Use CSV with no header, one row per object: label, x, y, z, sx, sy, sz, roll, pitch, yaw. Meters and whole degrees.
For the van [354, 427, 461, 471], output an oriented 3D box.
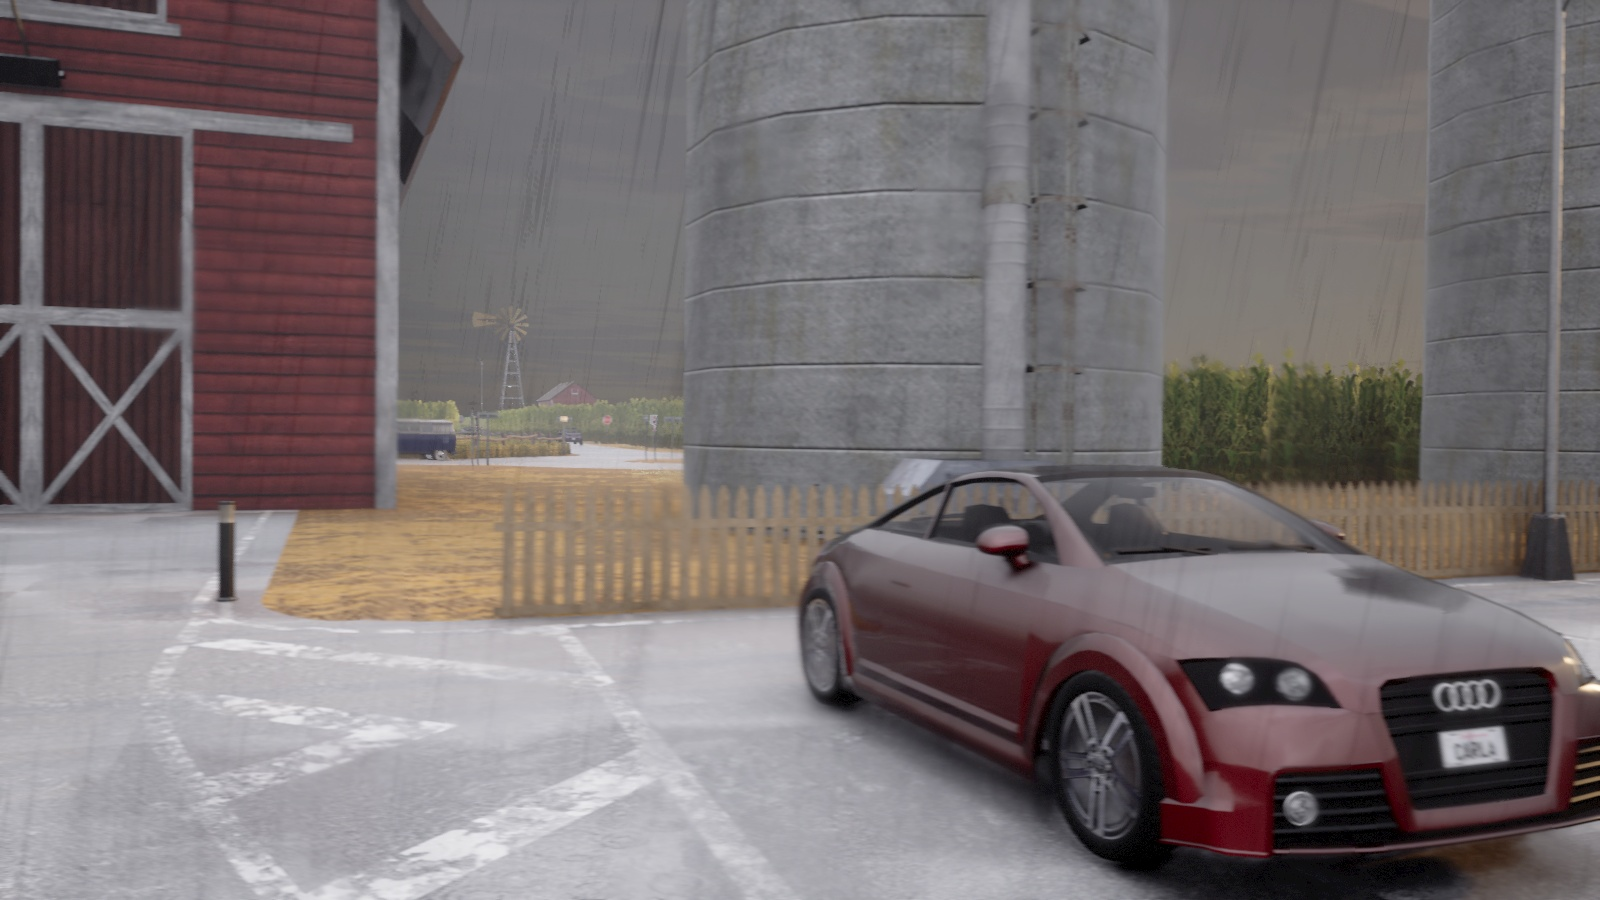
van,-18.409,-0.069,58.922,4.442,1.987,1.775,-1,1,-35
